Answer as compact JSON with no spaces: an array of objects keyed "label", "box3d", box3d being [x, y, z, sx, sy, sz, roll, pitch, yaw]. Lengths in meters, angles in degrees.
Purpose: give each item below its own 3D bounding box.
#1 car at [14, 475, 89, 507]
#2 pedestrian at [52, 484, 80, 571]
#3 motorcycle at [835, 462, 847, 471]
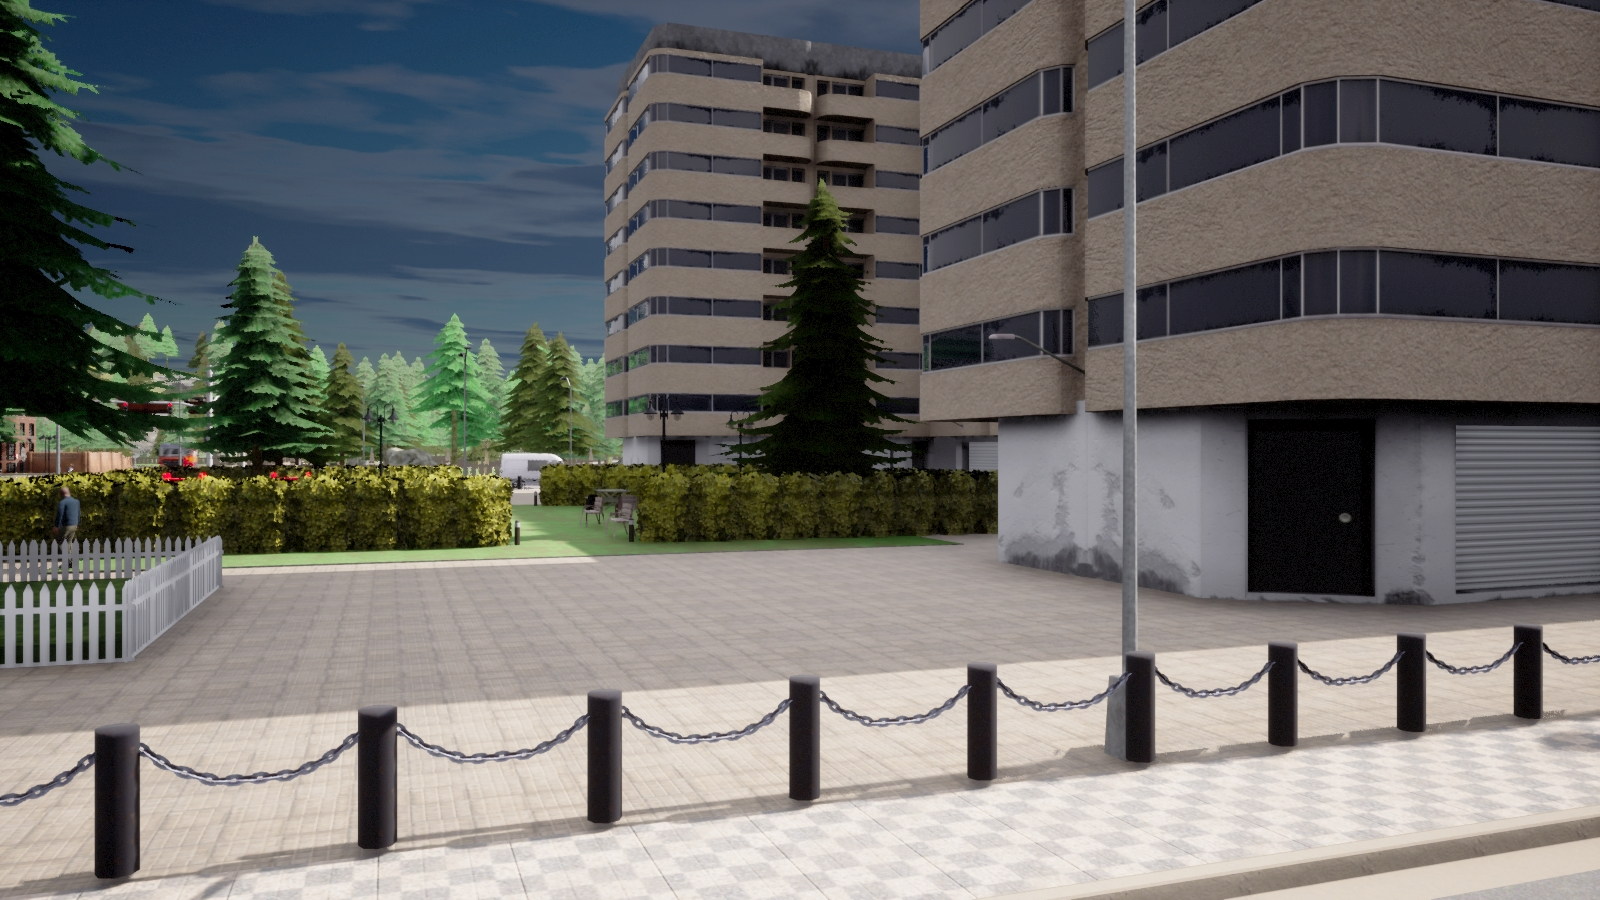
[{"label":"car","box3d":[-38.243,2.063,58.523,2.163,1.488,4.792,0,0,-20]},{"label":"pedestrian","box3d":[-16.088,1.690,25.049,0.375,1.860,0.375,0,0,15]},{"label":"motorcycle","box3d":[5.331,2.130,149.302,0.803,1.199,2.033,0,0,-19]}]
